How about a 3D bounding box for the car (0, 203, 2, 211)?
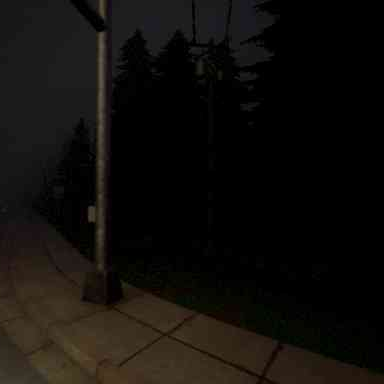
[{"bbox_3d":[-24.103,1.690,40.053,2.128,1.511,4.902,1,0,-27],"label":"car"}]
